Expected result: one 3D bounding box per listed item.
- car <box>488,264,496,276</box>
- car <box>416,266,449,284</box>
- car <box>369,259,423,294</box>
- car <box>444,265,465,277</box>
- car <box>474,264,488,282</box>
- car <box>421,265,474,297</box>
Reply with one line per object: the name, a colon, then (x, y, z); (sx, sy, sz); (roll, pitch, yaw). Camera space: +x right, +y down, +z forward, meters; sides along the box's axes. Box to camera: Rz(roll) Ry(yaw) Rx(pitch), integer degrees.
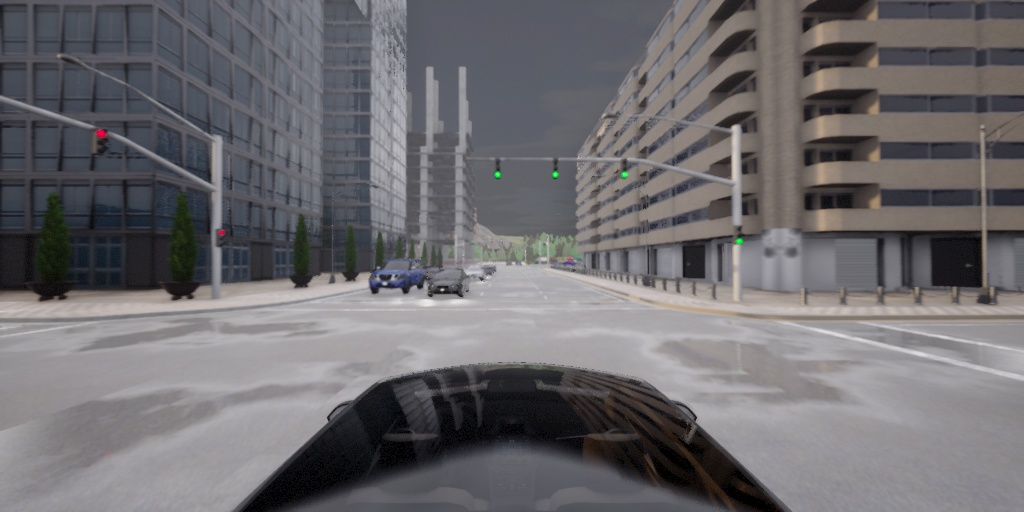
car: (-3.491, 1.837, 45.576); (1.994, 1.385, 4.181); (0, -1, 0)
car: (-7.090, 1.679, 32.430); (1.994, 1.385, 4.181); (0, -1, 0)
car: (-7.105, 1.217, 22.828); (2.150, 2.045, 5.566); (0, -1, 0)
car: (-7.072, 1.830, 44.503); (1.994, 1.385, 4.181); (0, -1, 0)
car: (-3.593, 1.661, 34.606); (1.812, 1.442, 4.674); (0, -1, 0)
car: (-3.498, 1.461, 20.395); (1.837, 1.490, 4.892); (0, 0, 0)
